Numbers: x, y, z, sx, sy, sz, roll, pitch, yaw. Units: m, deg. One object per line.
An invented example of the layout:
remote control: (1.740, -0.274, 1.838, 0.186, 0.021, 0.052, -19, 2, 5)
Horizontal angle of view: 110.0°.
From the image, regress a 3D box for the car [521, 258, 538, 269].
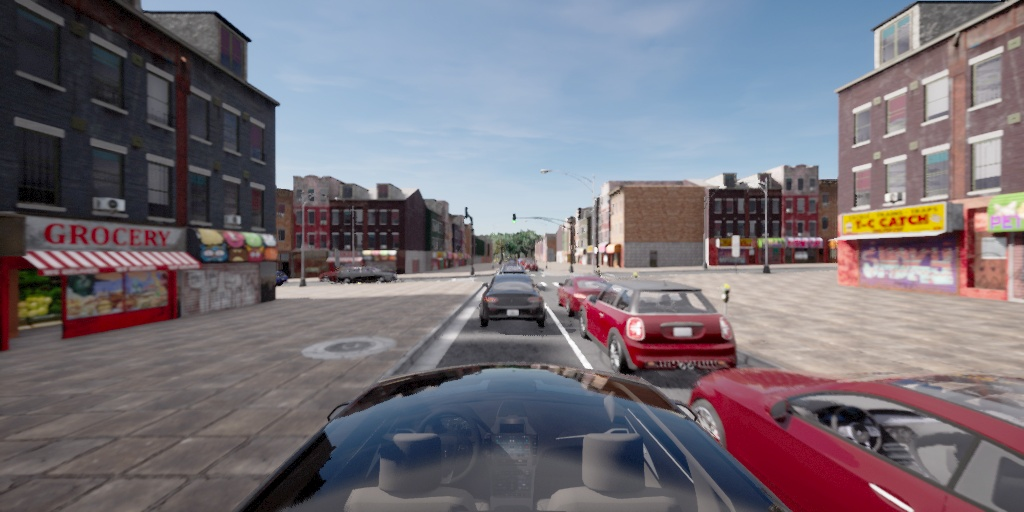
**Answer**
car: (2.627, 1.345, 50.272, 1.967, 1.591, 4.097, 0, 0, 0)

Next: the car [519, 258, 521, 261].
car: (2.626, 1.248, 55.674, 2.192, 1.841, 5.009, 0, 0, 0)

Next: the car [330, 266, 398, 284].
car: (-12.274, 1.639, 30.442, 4.902, 1.511, 2.128, -2, 0, 0)

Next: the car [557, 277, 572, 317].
car: (2.635, 1.349, 12.932, 1.802, 1.307, 4.207, 0, 0, 0)

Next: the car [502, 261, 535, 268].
car: (0.093, 1.285, 23.177, 2.128, 1.511, 4.902, 0, 0, 0)

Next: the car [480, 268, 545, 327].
car: (0.013, 1.290, 11.488, 1.812, 1.442, 4.674, 0, 0, 0)

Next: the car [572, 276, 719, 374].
car: (2.636, 1.197, 7.465, 1.967, 1.591, 4.097, 0, 0, 0)

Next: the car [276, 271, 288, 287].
car: (-22.195, 1.716, 30.419, 5.566, 2.045, 2.150, -2, 0, 0)

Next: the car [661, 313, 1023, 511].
car: (2.637, 1.332, 1.999, 1.802, 1.307, 4.207, 0, 0, 0)

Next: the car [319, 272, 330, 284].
car: (-15.318, 1.716, 33.490, 5.008, 1.535, 1.882, -2, 0, -1)
